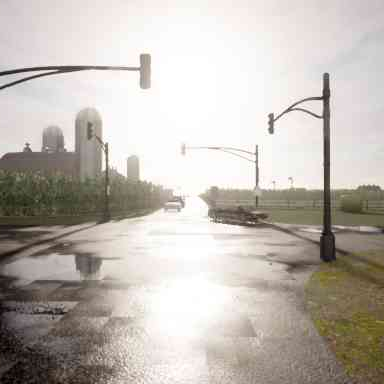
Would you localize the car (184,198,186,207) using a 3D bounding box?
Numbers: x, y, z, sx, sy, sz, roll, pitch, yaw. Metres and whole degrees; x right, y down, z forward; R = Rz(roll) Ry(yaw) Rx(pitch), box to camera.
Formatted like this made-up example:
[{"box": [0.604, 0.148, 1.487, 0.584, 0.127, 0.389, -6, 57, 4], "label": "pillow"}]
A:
[{"box": [-2.177, 1.406, 49.987, 2.097, 1.767, 4.553, 0, 0, 1], "label": "car"}]

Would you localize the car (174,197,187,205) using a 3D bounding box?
[{"box": [-2.060, 1.621, 60.168, 2.033, 1.411, 5.357, 0, 0, 1], "label": "car"}]

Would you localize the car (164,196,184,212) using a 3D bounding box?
[{"box": [-2.271, 1.565, 40.160, 1.812, 1.442, 4.674, 0, 0, 1], "label": "car"}]

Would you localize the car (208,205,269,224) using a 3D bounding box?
[{"box": [3.403, 1.656, 25.584, 1.895, 1.301, 4.718, 1, 0, -42], "label": "car"}]
